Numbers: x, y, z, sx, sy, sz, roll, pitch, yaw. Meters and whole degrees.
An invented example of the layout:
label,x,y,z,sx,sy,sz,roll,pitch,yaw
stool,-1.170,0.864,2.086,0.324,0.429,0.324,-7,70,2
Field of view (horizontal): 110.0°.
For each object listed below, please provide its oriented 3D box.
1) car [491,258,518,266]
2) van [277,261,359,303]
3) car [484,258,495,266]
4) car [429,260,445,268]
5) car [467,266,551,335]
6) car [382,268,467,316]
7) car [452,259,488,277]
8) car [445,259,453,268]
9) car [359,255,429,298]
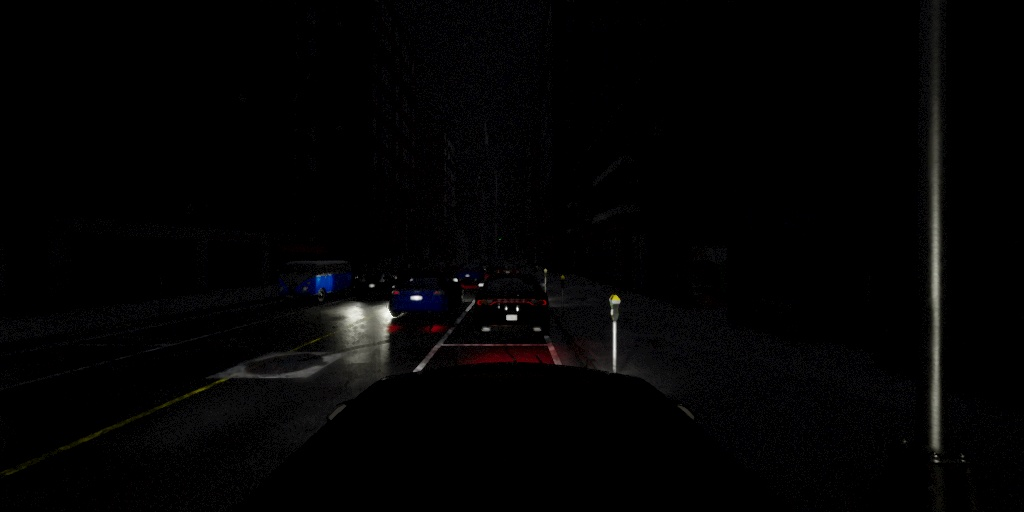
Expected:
label,x,y,z,sx,sy,sz,roll,pitch,yaw
car,-0.288,1.193,27.330,1.967,1.591,4.097,0,0,0
van,-8.813,1.091,16.328,1.690,1.789,3.998,0,0,0
car,-3.046,1.264,42.503,1.837,1.490,4.892,0,0,0
car,-8.813,1.322,38.333,1.948,1.339,4.313,0,0,0
car,-0.006,1.228,10.500,1.882,1.535,5.008,0,0,0
car,-3.046,1.314,13.433,1.994,1.385,4.181,0,0,0
car,-3.146,1.230,27.833,1.882,1.535,5.008,0,0,0
car,-8.814,1.341,43.834,1.802,1.307,4.207,0,0,0
car,-6.256,0.972,18.829,2.150,2.045,5.566,0,0,0
